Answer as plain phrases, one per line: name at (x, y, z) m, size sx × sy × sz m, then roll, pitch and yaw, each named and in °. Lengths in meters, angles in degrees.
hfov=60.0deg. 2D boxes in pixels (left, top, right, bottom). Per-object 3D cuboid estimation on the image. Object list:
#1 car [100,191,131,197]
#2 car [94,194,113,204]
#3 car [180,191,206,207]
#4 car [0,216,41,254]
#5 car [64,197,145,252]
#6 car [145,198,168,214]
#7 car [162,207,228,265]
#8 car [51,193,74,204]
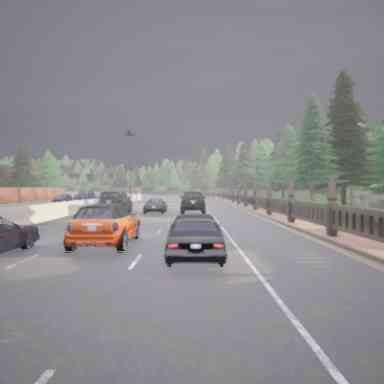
car at (-6.910, 0.955, 30.323) m, size 2.150 × 2.045 × 5.566 m, roll 0°, pitch 1°, yaw 0°
car at (-14.084, 1.058, 53.292) m, size 1.812 × 1.442 × 4.674 m, roll 0°, pitch 1°, yaw 0°
car at (0.091, 0.954, 30.291) m, size 2.150 × 2.045 × 5.566 m, roll 0°, pitch 1°, yaw 0°
car at (-6.903, 1.454, 10.676) m, size 2.033 × 1.411 × 5.357 m, roll 0°, pitch 1°, yaw 0°
car at (-3.405, 1.233, 13.425) m, size 2.097 × 1.767 × 4.553 m, roll 0°, pitch 0°, yaw 0°
car at (-3.410, 1.286, 31.551) m, size 1.994 × 1.385 × 4.181 m, roll 0°, pitch 1°, yaw 0°
car at (0.097, 1.448, 11.200) m, size 2.033 × 1.411 × 5.357 m, roll 0°, pitch 1°, yaw 0°
car at (-21.066, 1.027, 54.281) m, size 1.837 × 1.490 × 4.892 m, roll 0°, pitch 1°, yaw 0°
